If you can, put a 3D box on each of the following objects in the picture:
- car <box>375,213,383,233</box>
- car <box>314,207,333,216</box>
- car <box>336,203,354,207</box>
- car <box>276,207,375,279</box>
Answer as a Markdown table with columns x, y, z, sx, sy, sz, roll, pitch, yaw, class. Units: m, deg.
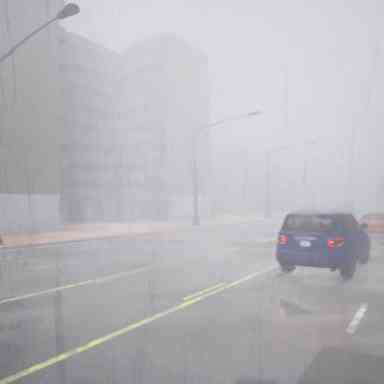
| x | y | z | sx | sy | sz | roll | pitch | yaw | class |
| --- | --- | --- | --- | --- | --- | --- | --- | --- | --- |
| 13.970 | 2.340 | 25.114 | 2.097 | 1.767 | 4.553 | -2 | -3 | 35 | car |
| 21.848 | 3.233 | 55.198 | 1.895 | 1.301 | 4.718 | -2 | -1 | 35 | car |
| 24.045 | 2.753 | 52.267 | 2.150 | 2.045 | 5.566 | -2 | -1 | 35 | car |
| 4.857 | 1.686 | 11.931 | 2.150 | 2.045 | 5.566 | -2 | -3 | 35 | car |
